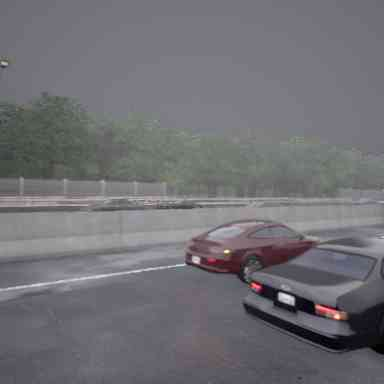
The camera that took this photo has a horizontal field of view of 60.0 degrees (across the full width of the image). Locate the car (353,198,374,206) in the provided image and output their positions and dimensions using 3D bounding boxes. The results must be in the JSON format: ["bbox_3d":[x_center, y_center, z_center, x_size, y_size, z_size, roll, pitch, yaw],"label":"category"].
[{"bbox_3d":[27.664,1.725,52.857,5.008,1.535,1.882,1,0,-34],"label":"car"}]

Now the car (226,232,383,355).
[{"bbox_3d":[3.373,1.557,6.067,5.357,1.411,2.033,1,0,-35],"label":"car"}]

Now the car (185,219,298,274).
[{"bbox_3d":[1.993,1.495,9.369,4.674,1.442,1.812,1,0,-35],"label":"car"}]

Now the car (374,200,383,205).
[{"bbox_3d":[30.407,1.854,50.488,5.357,1.411,2.033,1,0,-34],"label":"car"}]

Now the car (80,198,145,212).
[{"bbox_3d":[-5.966,1.257,25.254,4.892,1.490,1.837,1,0,-35],"label":"car"}]

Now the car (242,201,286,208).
[{"bbox_3d":[4.999,1.413,24.298,5.008,1.535,1.882,1,0,-34],"label":"car"}]

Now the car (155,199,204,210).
[{"bbox_3d":[-1.215,1.388,32.769,4.718,1.301,1.895,1,0,-34],"label":"car"}]
